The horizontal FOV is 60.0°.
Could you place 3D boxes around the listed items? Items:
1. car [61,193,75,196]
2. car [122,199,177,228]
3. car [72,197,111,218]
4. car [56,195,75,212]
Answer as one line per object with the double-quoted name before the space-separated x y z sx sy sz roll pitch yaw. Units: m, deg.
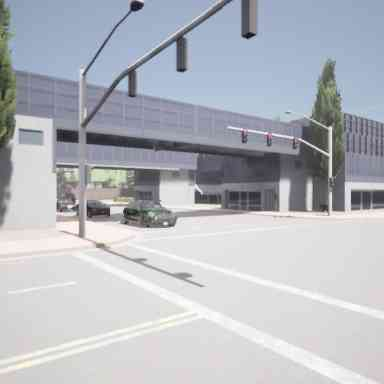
"car" -23.748 1.233 63.028 2.150 2.045 5.566 0 0 -36
"car" -2.924 1.358 22.208 2.097 1.767 4.553 0 0 -36
"car" -9.168 1.484 30.785 1.882 1.535 5.008 0 0 -36
"car" -14.885 1.498 38.647 2.128 1.511 4.902 0 0 -36
